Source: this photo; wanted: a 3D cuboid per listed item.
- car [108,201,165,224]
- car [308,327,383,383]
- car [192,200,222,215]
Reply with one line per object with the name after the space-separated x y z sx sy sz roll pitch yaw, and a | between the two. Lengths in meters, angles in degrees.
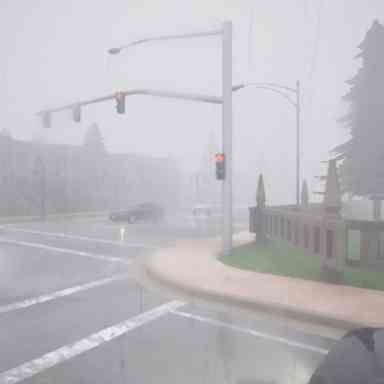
-4.114 1.504 25.293 1.837 1.490 4.892 0 0 35 | car
3.315 1.548 1.556 5.357 1.411 2.033 0 0 38 | car
1.869 1.525 33.661 1.812 1.442 4.674 0 0 36 | car
